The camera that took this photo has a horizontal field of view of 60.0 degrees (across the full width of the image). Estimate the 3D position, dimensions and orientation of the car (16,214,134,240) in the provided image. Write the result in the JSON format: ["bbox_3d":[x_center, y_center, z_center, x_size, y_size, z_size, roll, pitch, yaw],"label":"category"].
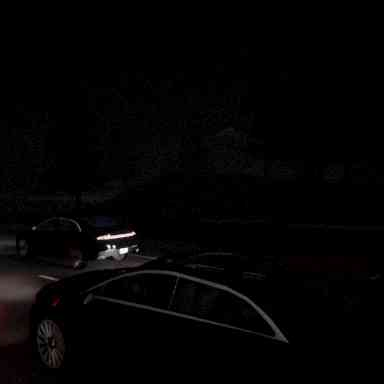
[{"bbox_3d":[-3.941,1.477,11.016,4.902,1.511,2.128,0,0,36],"label":"car"}]

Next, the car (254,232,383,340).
[{"bbox_3d":[3.638,1.601,5.696,4.718,1.301,1.895,0,0,36],"label":"car"}]

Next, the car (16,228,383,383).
[{"bbox_3d":[-0.039,1.490,4.016,4.902,1.511,2.128,0,0,35],"label":"car"}]
